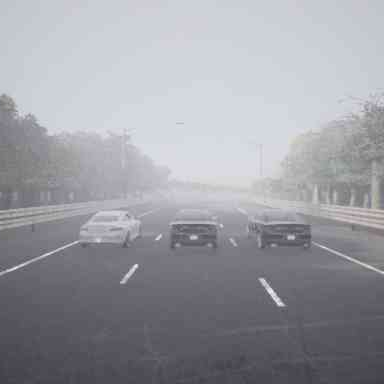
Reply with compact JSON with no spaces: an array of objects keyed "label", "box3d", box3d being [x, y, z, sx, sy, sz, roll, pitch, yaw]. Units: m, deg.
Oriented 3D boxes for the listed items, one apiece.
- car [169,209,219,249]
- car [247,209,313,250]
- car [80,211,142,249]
[{"label":"car","box3d":[0.091,1.482,14.449,1.882,1.535,5.008,0,0,1]},{"label":"car","box3d":[3.591,1.482,14.406,1.882,1.535,5.008,0,0,1]},{"label":"car","box3d":[-3.409,1.530,14.492,1.812,1.442,4.674,0,0,1]}]
